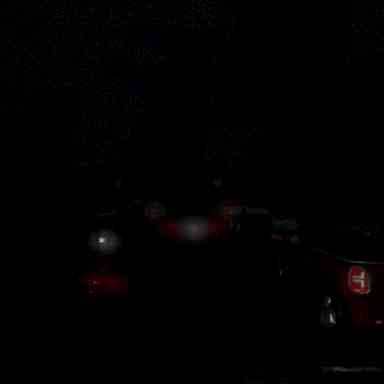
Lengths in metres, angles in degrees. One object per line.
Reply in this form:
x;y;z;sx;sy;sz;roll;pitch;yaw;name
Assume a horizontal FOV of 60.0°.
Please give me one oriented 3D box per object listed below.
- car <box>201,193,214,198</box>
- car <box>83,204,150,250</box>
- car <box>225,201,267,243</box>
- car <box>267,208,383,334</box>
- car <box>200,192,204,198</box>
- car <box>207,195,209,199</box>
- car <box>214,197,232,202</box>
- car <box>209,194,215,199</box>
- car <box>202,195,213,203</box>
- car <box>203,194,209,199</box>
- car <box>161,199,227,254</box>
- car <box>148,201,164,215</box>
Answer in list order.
3.211;1.449;56.557;2.231;1.521;4.892;0;0;0;car
-3.164;1.496;14.277;1.837;1.490;4.892;0;0;0;car
3.225;1.471;17.878;2.231;1.521;4.892;0;0;0;car
3.225;1.351;6.928;2.185;1.767;4.553;0;0;0;car
3.205;1.194;62.241;2.435;2.045;5.566;0;0;0;car
3.225;1.454;40.173;1.946;1.575;5.366;0;0;0;car
3.224;1.461;29.120;1.946;1.575;5.366;0;0;0;car
3.227;1.335;34.430;2.185;1.767;4.553;0;0;0;car
3.200;1.439;67.923;1.946;1.575;5.366;0;0;0;car
3.214;1.452;51.031;2.231;1.521;4.892;0;0;0;car
0.084;1.345;13.672;2.097;1.767;4.553;0;0;0;car
-3.161;1.508;30.287;1.812;1.442;4.674;0;0;0;car
